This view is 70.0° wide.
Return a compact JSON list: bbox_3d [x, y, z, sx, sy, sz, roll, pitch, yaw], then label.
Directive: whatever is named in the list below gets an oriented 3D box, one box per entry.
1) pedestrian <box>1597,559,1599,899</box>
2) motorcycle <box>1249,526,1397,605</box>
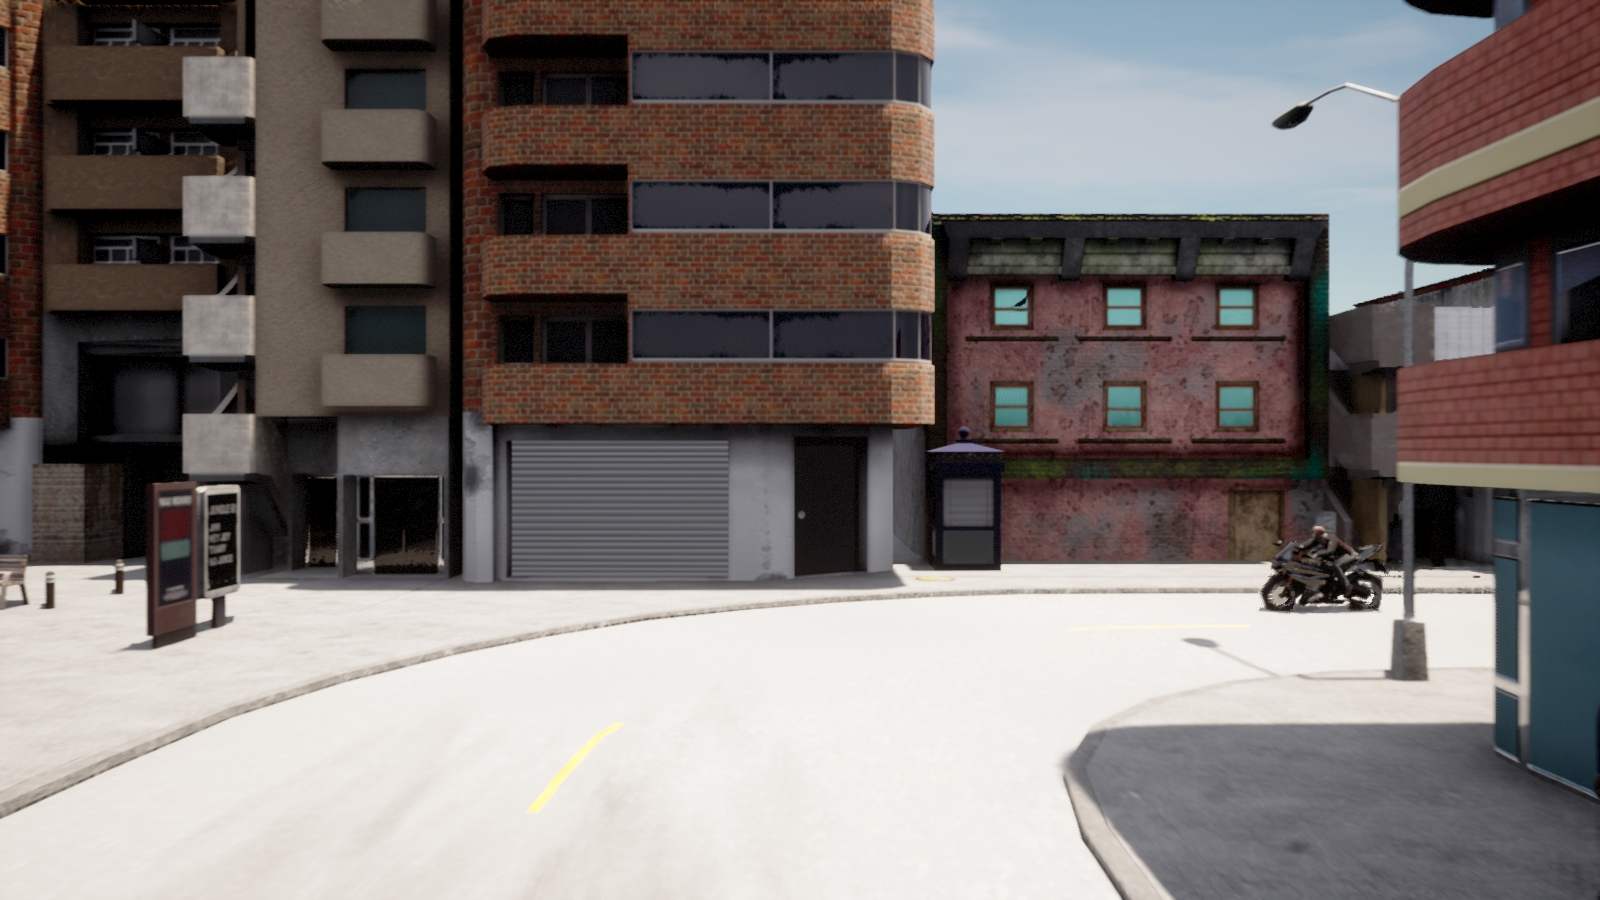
[{"bbox_3d":[4.551,1.524,6.065,0.375,1.860,0.375,0,0,-1],"label":"pedestrian"},{"bbox_3d":[9.079,1.985,19.884,2.209,1.251,0.867,0,1,-6],"label":"motorcycle"}]
